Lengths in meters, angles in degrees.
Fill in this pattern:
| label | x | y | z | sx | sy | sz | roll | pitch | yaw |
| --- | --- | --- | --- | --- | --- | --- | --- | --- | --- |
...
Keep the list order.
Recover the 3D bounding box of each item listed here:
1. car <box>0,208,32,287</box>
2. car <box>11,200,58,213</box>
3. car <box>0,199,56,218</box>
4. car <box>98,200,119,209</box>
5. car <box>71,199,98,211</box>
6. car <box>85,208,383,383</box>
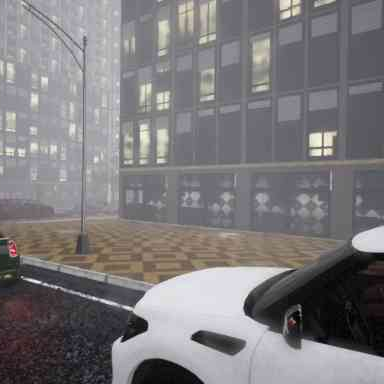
| label | x | y | z | sx | sy | sz | roll | pitch | yaw |
| --- | --- | --- | --- | --- | --- | --- | --- | --- | --- |
| car | -6.177 | 1.348 | 8.062 | 4.553 | 1.767 | 2.097 | 0 | 0 | 35 |
| car | -18.652 | 1.642 | 39.547 | 1.752 | 1.417 | 4.829 | 1 | 0 | 36 |
| car | -15.139 | 1.519 | 30.178 | 2.192 | 1.841 | 5.009 | 1 | 0 | 36 |
| car | -8.356 | 1.830 | 39.400 | 1.752 | 1.417 | 4.829 | 1 | 0 | 36 |
| car | -13.115 | 1.699 | 42.687 | 2.128 | 1.511 | 4.902 | 1 | 0 | 36 |
| car | 1.900 | 1.222 | 2.327 | 5.566 | 2.045 | 2.150 | 0 | 0 | 36 |
